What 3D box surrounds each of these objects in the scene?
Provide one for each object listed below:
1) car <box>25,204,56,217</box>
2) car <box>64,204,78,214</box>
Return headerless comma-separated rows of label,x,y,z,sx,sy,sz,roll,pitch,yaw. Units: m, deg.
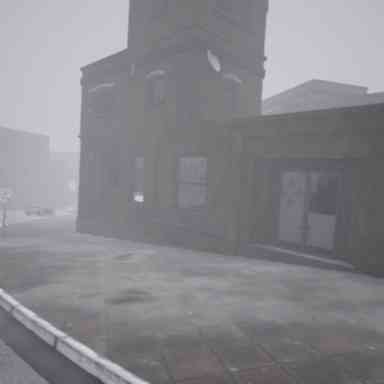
car,-18.502,2.221,40.819,2.128,1.511,4.902,3,-2,4
car,-17.166,2.597,50.711,2.033,1.411,5.357,4,-1,17
